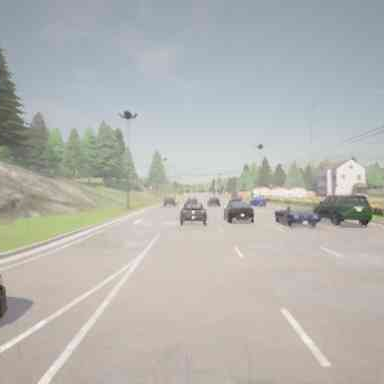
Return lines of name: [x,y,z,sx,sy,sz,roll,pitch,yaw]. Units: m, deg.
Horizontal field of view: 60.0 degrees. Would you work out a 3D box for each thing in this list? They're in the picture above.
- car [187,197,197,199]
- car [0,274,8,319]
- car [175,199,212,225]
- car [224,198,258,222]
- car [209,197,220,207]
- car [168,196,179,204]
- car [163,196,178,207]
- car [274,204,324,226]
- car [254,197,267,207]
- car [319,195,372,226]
car: [-0.006,1.515,52.895,2.128,1.511,4.902,0,0,0]
car: [-4.379,1.494,3.716,2.128,1.511,4.902,0,0,13]
car: [0.095,1.502,24.500,2.128,1.511,4.902,0,0,0]
car: [3.595,1.489,26.116,1.882,1.535,5.008,0,0,0]
car: [3.496,1.529,53.268,1.837,1.490,4.892,0,0,0]
car: [-3.511,1.505,63.041,1.882,1.535,5.008,0,0,0]
car: [-3.509,1.528,52.621,1.837,1.490,4.892,0,0,0]
car: [7.095,1.611,23.052,1.895,1.301,4.718,0,0,0]
car: [10.492,1.500,52.778,1.882,1.535,5.008,0,0,0]
car: [10.596,1.232,23.780,2.150,2.045,5.566,0,0,0]
